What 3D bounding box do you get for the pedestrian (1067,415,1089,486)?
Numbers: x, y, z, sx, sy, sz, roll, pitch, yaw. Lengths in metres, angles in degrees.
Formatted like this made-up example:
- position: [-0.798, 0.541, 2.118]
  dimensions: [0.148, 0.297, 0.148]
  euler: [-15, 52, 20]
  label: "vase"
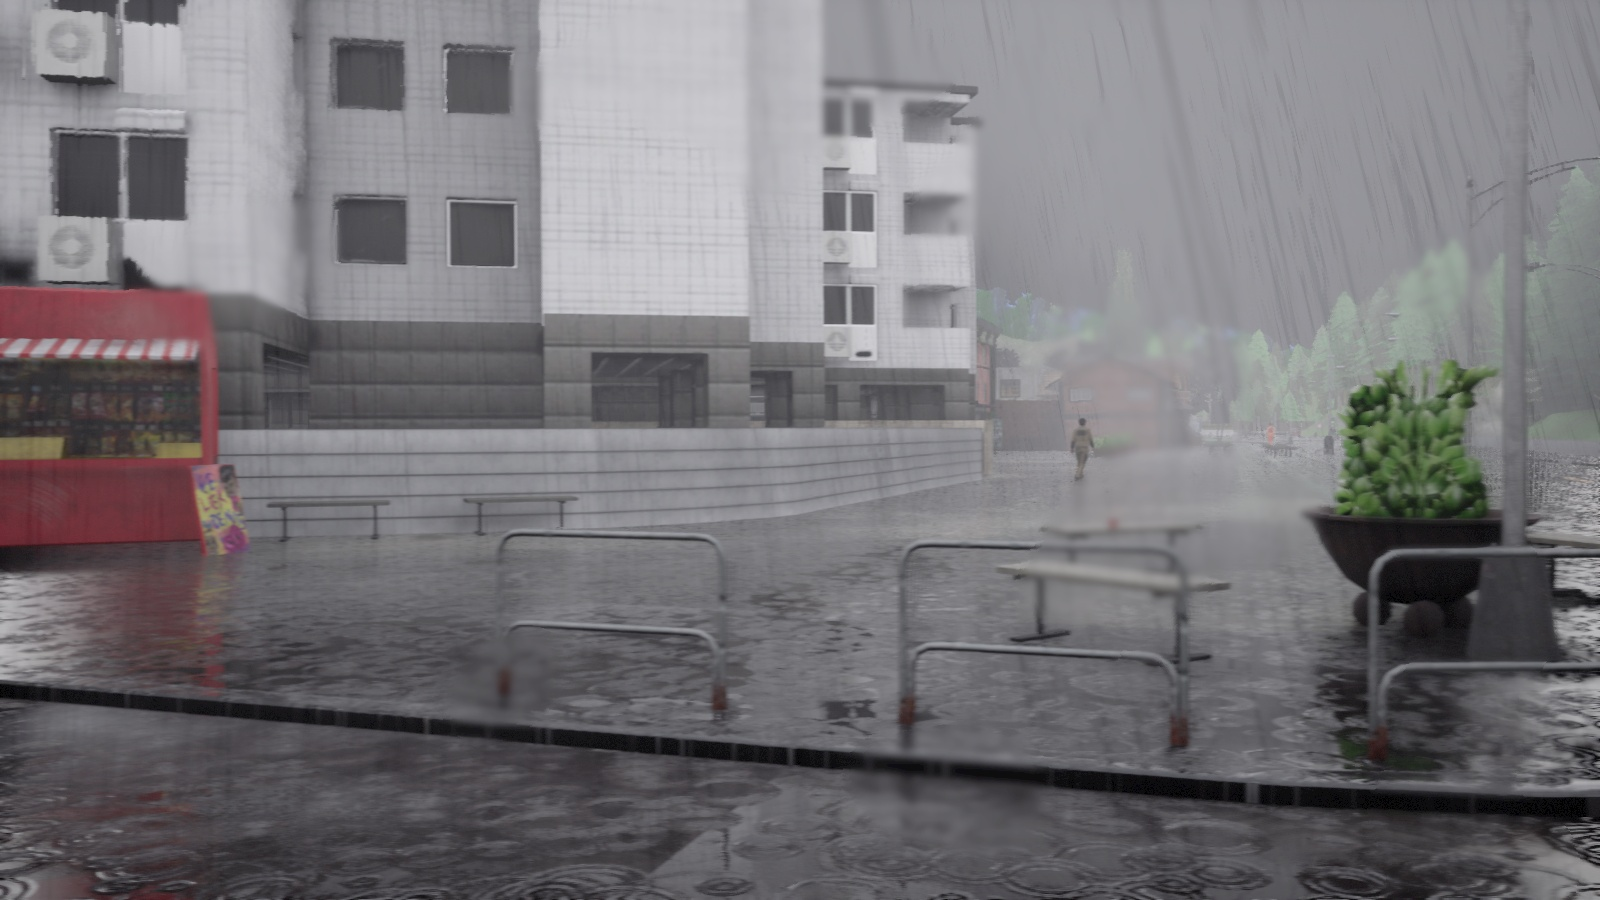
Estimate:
- position: [7.657, 0.012, 34.563]
  dimensions: [0.396, 1.930, 0.692]
  euler: [1, 1, 28]
  label: "pedestrian"
